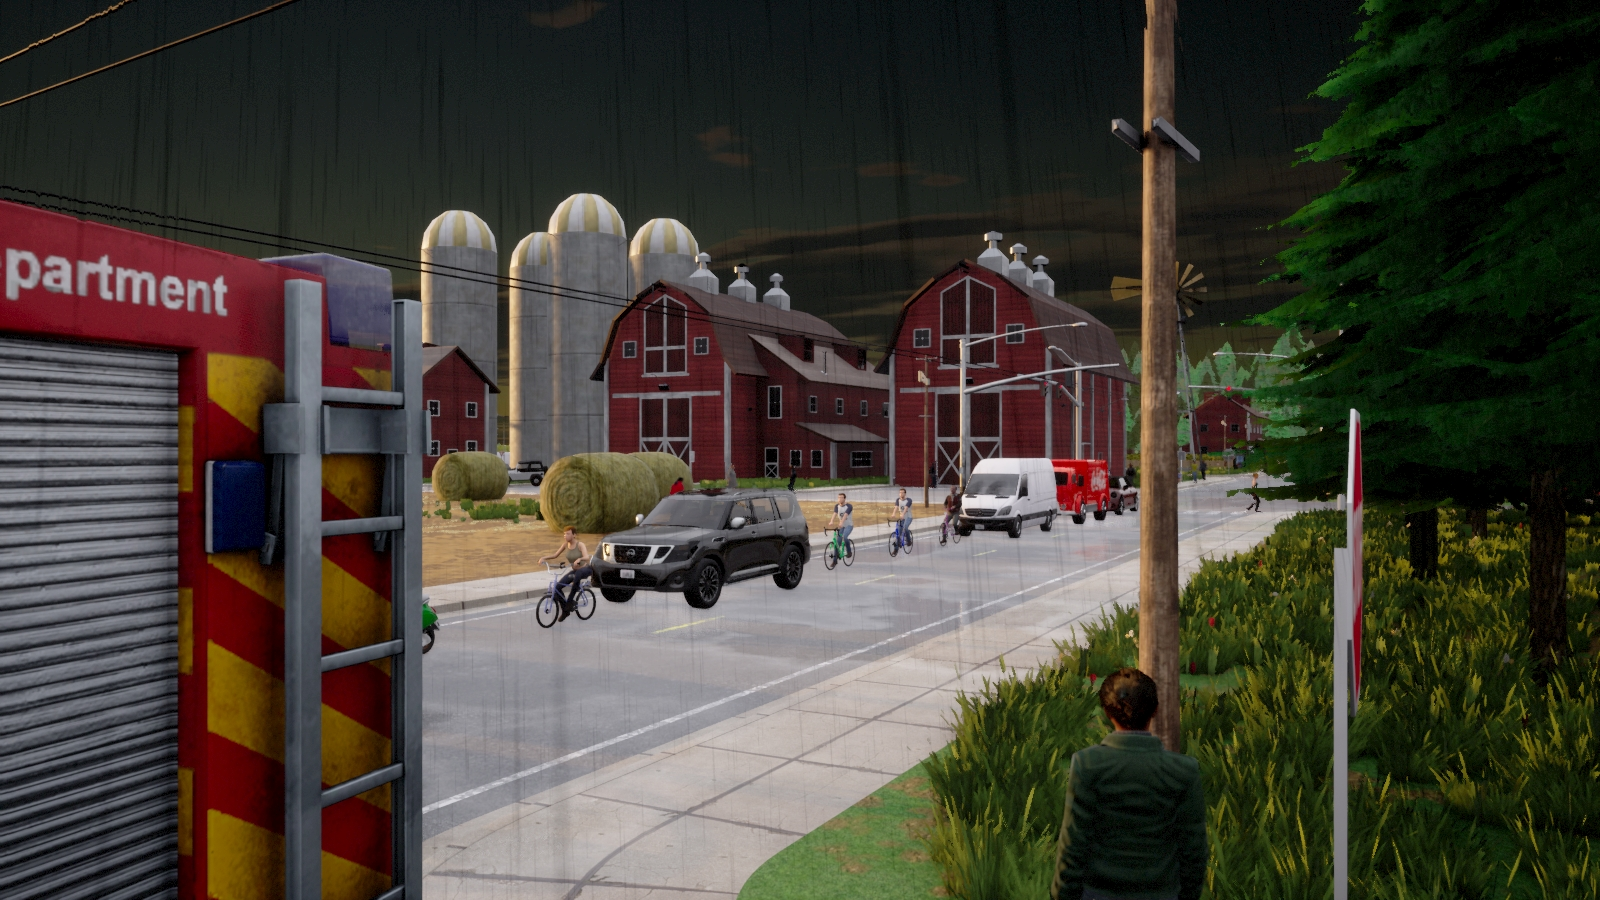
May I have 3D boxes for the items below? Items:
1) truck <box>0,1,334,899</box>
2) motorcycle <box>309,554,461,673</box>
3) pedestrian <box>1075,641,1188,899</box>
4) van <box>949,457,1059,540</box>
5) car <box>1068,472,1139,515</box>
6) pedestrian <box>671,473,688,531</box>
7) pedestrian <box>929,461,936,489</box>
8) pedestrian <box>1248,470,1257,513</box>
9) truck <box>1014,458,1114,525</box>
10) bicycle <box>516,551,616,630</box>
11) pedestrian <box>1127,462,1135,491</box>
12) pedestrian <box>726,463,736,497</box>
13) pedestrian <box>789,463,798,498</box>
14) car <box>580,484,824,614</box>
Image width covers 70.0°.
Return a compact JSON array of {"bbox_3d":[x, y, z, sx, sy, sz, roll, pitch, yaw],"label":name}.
[{"bbox_3d":[-5.985,0.867,3.784,8.468,3.827,2.891,0,0,20],"label":"truck"},{"bbox_3d":[-5.524,2.142,15.315,0.856,1.316,1.805,0,0,28],"label":"motorcycle"},{"bbox_3d":[1.194,1.663,4.153,0.375,1.860,0.375,0,0,14],"label":"pedestrian"},{"bbox_3d":[7.070,1.534,38.950,1.988,2.561,5.915,0,0,28],"label":"van"},{"bbox_3d":[13.665,1.903,51.222,2.097,1.767,4.553,0,0,28],"label":"car"},{"bbox_3d":[-3.886,1.681,36.893,0.375,1.860,0.375,0,0,34],"label":"pedestrian"},{"bbox_3d":[9.040,1.703,78.098,0.375,1.860,0.375,0,0,28],"label":"pedestrian"},{"bbox_3d":[20.062,1.841,50.644,0.375,1.860,0.375,0,0,18],"label":"pedestrian"},{"bbox_3d":[10.562,1.568,45.375,2.627,2.467,5.204,0,0,28],"label":"truck"},{"bbox_3d":[-3.788,2.256,18.586,0.859,1.080,1.487,0,0,28],"label":"bicycle"},{"bbox_3d":[21.408,1.696,73.910,0.375,1.860,0.375,0,0,29],"label":"pedestrian"},{"bbox_3d":[-3.876,1.670,63.997,0.375,1.860,0.375,0,0,34],"label":"pedestrian"},{"bbox_3d":[-0.359,1.669,62.456,0.375,1.860,0.375,0,0,32],"label":"pedestrian"},{"bbox_3d":[-1.718,1.779,22.433,2.150,2.045,5.566,0,0,27],"label":"car"}]
